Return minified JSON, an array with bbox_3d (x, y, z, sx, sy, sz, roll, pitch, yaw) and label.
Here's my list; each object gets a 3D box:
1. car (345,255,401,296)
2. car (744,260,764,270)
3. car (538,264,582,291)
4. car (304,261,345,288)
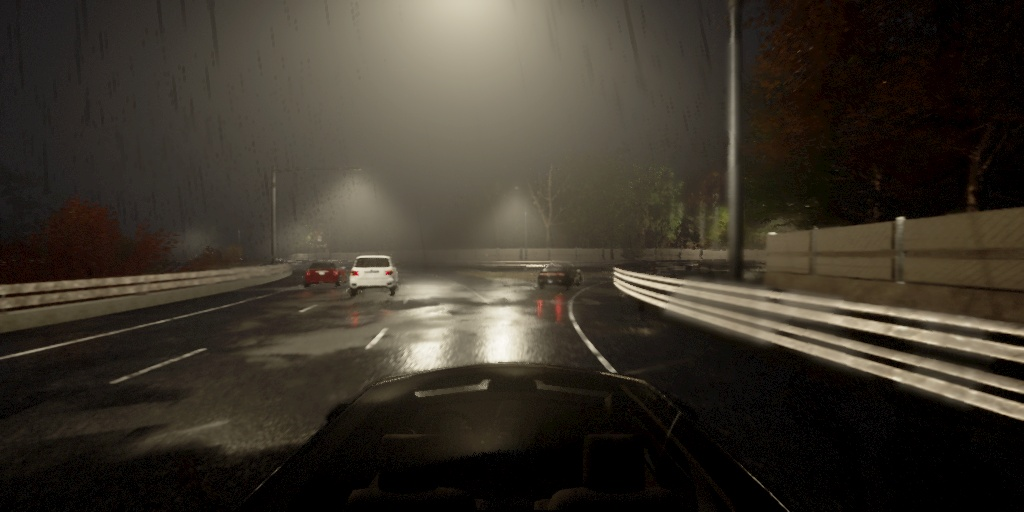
[{"bbox_3d":[-7.428,0.990,19.750,2.150,2.045,5.566,0,0,-16],"label":"car"},{"bbox_3d":[32.288,1.230,49.016,4.181,1.385,1.994,0,0,-23],"label":"car"},{"bbox_3d":[3.039,1.233,22.061,2.128,1.511,4.902,0,0,22],"label":"car"},{"bbox_3d":[-12.735,1.134,24.792,2.097,1.767,4.553,0,0,-18],"label":"car"}]
